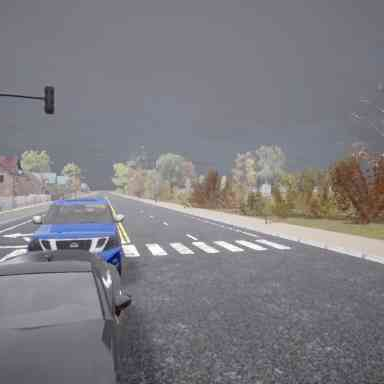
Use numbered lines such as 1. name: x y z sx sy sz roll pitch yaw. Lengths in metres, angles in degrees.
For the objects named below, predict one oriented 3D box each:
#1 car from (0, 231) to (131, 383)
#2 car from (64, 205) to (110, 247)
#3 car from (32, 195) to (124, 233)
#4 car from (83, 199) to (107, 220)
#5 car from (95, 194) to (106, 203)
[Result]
1. car: -1.743 1.524 3.965 1.812 1.442 4.674 0 0 -12
2. car: -4.960 1.498 16.147 1.837 1.490 4.892 0 0 -15
3. car: -3.342 1.218 10.064 2.150 2.045 5.566 0 0 -15
4. car: -8.510 1.461 29.507 1.882 1.535 5.008 0 0 -15
5. car: -18.495 1.253 67.074 2.097 1.767 4.553 0 0 -15
